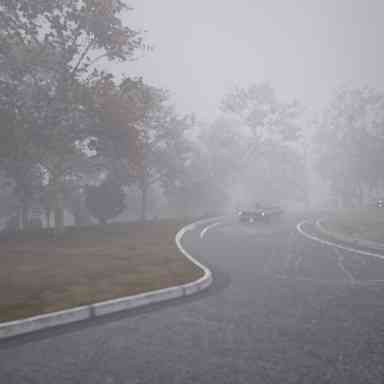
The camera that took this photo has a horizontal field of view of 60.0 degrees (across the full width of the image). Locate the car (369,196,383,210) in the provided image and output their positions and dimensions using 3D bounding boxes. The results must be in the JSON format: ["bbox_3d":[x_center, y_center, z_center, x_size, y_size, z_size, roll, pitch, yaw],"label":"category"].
[{"bbox_3d":[19.710,0.721,31.061,5.566,2.045,2.150,-1,0,4],"label":"car"}]

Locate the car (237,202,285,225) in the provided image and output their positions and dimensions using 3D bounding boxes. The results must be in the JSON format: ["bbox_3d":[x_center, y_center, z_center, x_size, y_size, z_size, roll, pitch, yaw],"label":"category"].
[{"bbox_3d":[4.611,1.361,21.844,1.895,1.301,4.718,0,1,29],"label":"car"}]
